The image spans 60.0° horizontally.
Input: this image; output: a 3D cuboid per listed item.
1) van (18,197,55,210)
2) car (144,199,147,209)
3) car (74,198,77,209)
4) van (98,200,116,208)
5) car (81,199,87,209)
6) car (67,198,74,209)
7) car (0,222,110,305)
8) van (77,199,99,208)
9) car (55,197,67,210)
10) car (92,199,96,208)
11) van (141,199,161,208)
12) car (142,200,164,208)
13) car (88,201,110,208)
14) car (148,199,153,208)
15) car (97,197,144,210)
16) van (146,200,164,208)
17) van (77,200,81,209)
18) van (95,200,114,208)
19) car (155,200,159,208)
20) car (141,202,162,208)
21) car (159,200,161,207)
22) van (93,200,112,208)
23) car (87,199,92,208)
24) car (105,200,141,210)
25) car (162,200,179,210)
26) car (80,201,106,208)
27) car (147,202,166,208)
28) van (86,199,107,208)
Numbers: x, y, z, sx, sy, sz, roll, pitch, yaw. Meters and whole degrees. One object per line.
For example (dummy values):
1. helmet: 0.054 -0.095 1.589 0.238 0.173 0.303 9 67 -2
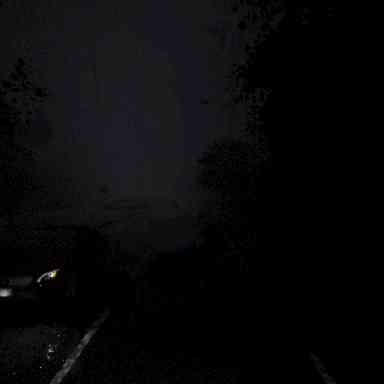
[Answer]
1. van: -23.297 1.709 49.197 4.442 1.987 1.878 0 -2 0
2. car: -10.092 2.014 51.787 5.008 1.535 2.097 0 -2 0
3. car: -23.128 2.218 57.612 4.892 1.521 2.231 0 -2 0
4. van: -23.073 3.301 90.695 4.442 1.987 1.878 0 -3 0
5. car: -23.073 2.293 63.153 4.553 1.767 2.185 0 -2 0
6. car: -22.964 2.115 54.845 5.366 1.575 1.946 0 -2 0
7. car: -3.313 1.517 8.210 1.812 1.442 4.674 0 0 0
8. van: -23.162 2.596 74.232 4.442 1.987 1.878 0 -2 0
9. car: -23.192 1.772 52.088 5.566 2.045 2.435 0 -2 0
10. car: -23.069 2.620 68.686 5.008 1.535 2.097 0 -2 0
11. van: -9.819 2.789 79.534 4.442 1.987 1.878 0 -2 0
12. car: -9.935 2.980 85.068 5.566 2.045 2.435 0 -3 0
13. car: -23.005 3.125 82.527 5.008 1.535 2.097 0 -2 0
14. car: -10.027 1.955 57.341 5.566 2.045 2.435 0 -2 0
15. car: -9.930 1.848 46.248 5.366 1.575 1.946 0 -2 0
16. van: -9.775 3.151 87.838 4.442 1.987 1.878 0 -3 0
17. van: -23.236 2.092 60.390 4.442 1.987 1.878 0 -2 0
18. van: -23.087 3.162 88.054 4.442 1.987 1.878 0 -3 0
19. car: -10.001 2.610 68.429 5.008 1.535 2.097 0 -2 0
20. car: -9.950 3.145 82.306 4.792 1.488 2.163 0 -3 0
21. car: -9.936 2.842 73.975 4.792 1.488 2.163 0 -2 0
22. van: -22.869 3.010 85.153 4.442 1.987 1.878 0 -3 0
23. car: -23.085 2.515 65.792 5.008 1.535 2.097 0 -2 0
24. car: -10.106 1.929 49.016 4.892 1.521 2.231 0 -2 0
25. car: -3.081 2.024 50.847 1.837 1.490 4.892 0 -2 1
26. car: -22.845 2.920 76.991 5.366 1.575 1.946 0 -2 0
27. car: -9.856 3.668 93.371 5.008 1.535 2.097 0 -3 0
28. van: -22.898 2.798 79.766 4.442 1.987 1.878 0 -2 0
